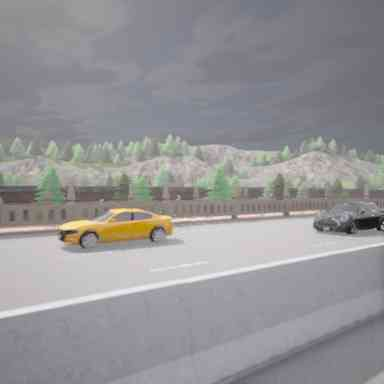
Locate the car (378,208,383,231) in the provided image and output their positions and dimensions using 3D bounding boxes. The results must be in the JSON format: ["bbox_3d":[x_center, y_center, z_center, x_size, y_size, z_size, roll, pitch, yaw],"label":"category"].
[{"bbox_3d":[11.232,1.565,16.147,4.181,1.385,1.994,0,0,-34],"label":"car"}]

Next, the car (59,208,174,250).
[{"bbox_3d":[-3.184,1.478,14.604,5.008,1.535,1.882,0,0,-35],"label":"car"}]

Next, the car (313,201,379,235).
[{"bbox_3d":[8.950,1.353,18.825,4.553,1.767,2.097,0,0,-34],"label":"car"}]
